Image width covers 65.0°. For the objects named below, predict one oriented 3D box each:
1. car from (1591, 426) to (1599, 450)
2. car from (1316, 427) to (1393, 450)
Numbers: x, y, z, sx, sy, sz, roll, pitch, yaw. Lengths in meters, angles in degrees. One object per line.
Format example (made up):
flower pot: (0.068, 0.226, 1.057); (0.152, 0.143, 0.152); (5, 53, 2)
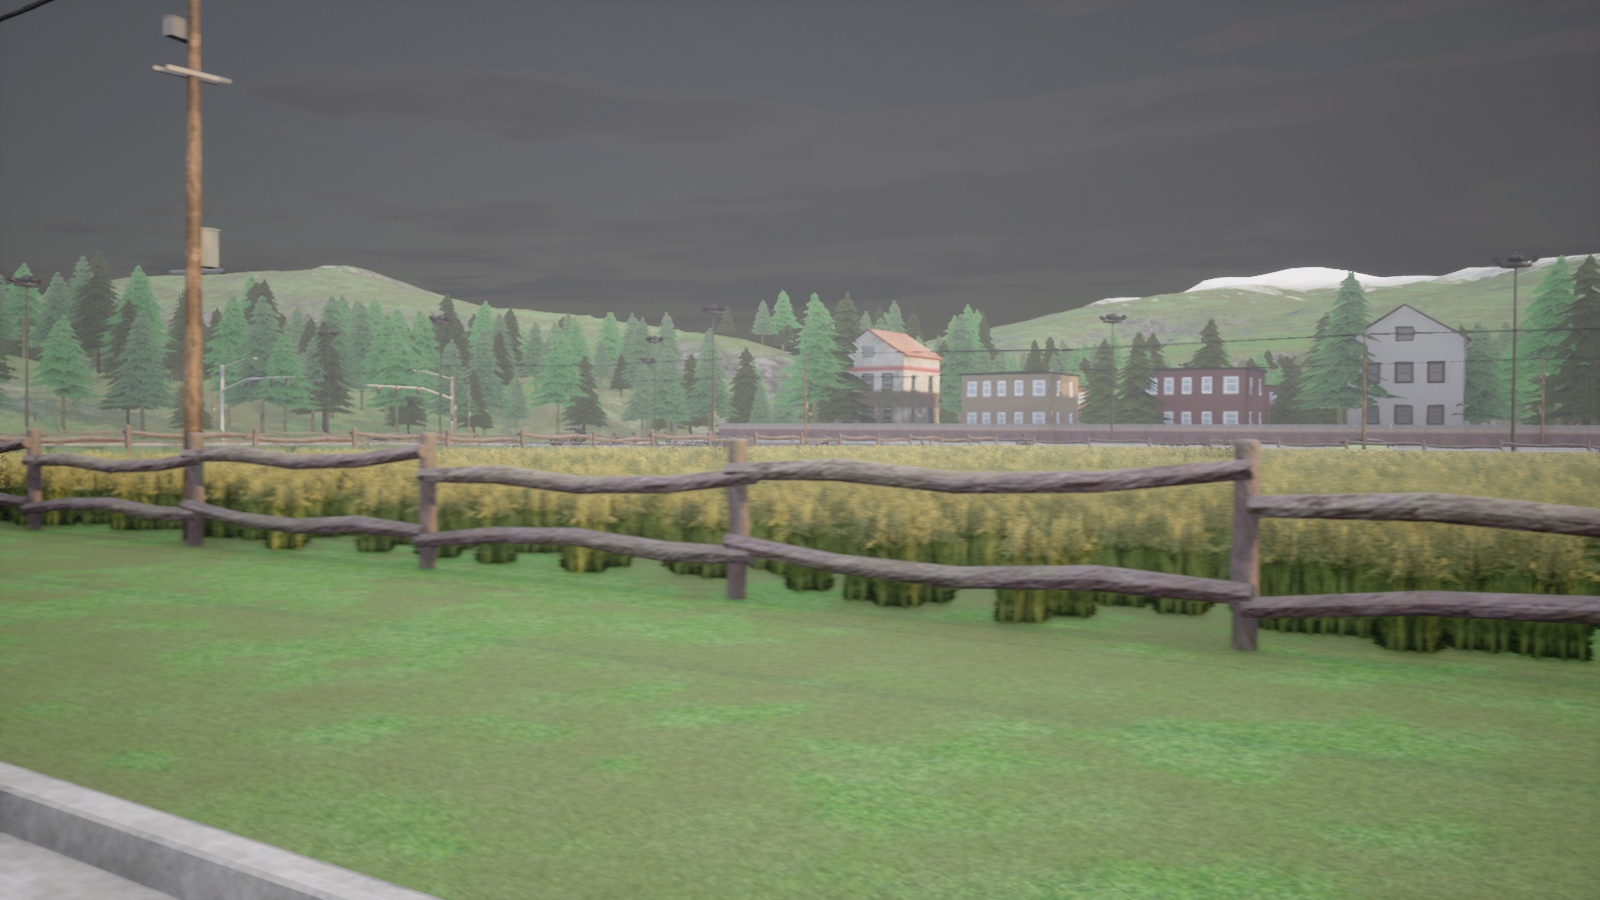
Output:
car: (51.086, -0.771, 77.147); (4.193, 1.474, 1.816); (0, 1, 34)
car: (37.933, -0.811, 85.972); (4.514, 1.525, 2.007); (0, 1, 34)
